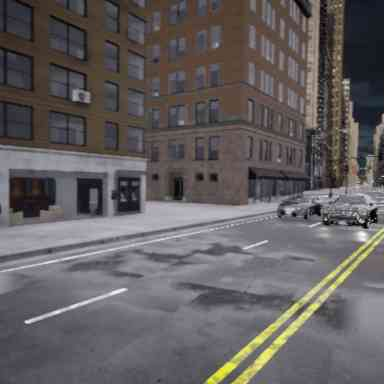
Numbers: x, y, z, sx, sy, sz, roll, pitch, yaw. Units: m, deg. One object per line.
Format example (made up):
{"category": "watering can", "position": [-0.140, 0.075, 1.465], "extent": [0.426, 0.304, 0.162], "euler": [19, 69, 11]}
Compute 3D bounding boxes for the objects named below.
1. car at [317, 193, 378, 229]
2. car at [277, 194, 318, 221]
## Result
{"category": "car", "position": [8.671, 0.889, 18.026], "extent": [2.097, 1.767, 4.553], "euler": [2, 2, 36]}
{"category": "car", "position": [7.084, 0.897, 21.379], "extent": [2.128, 1.511, 4.902], "euler": [2, 2, 36]}
